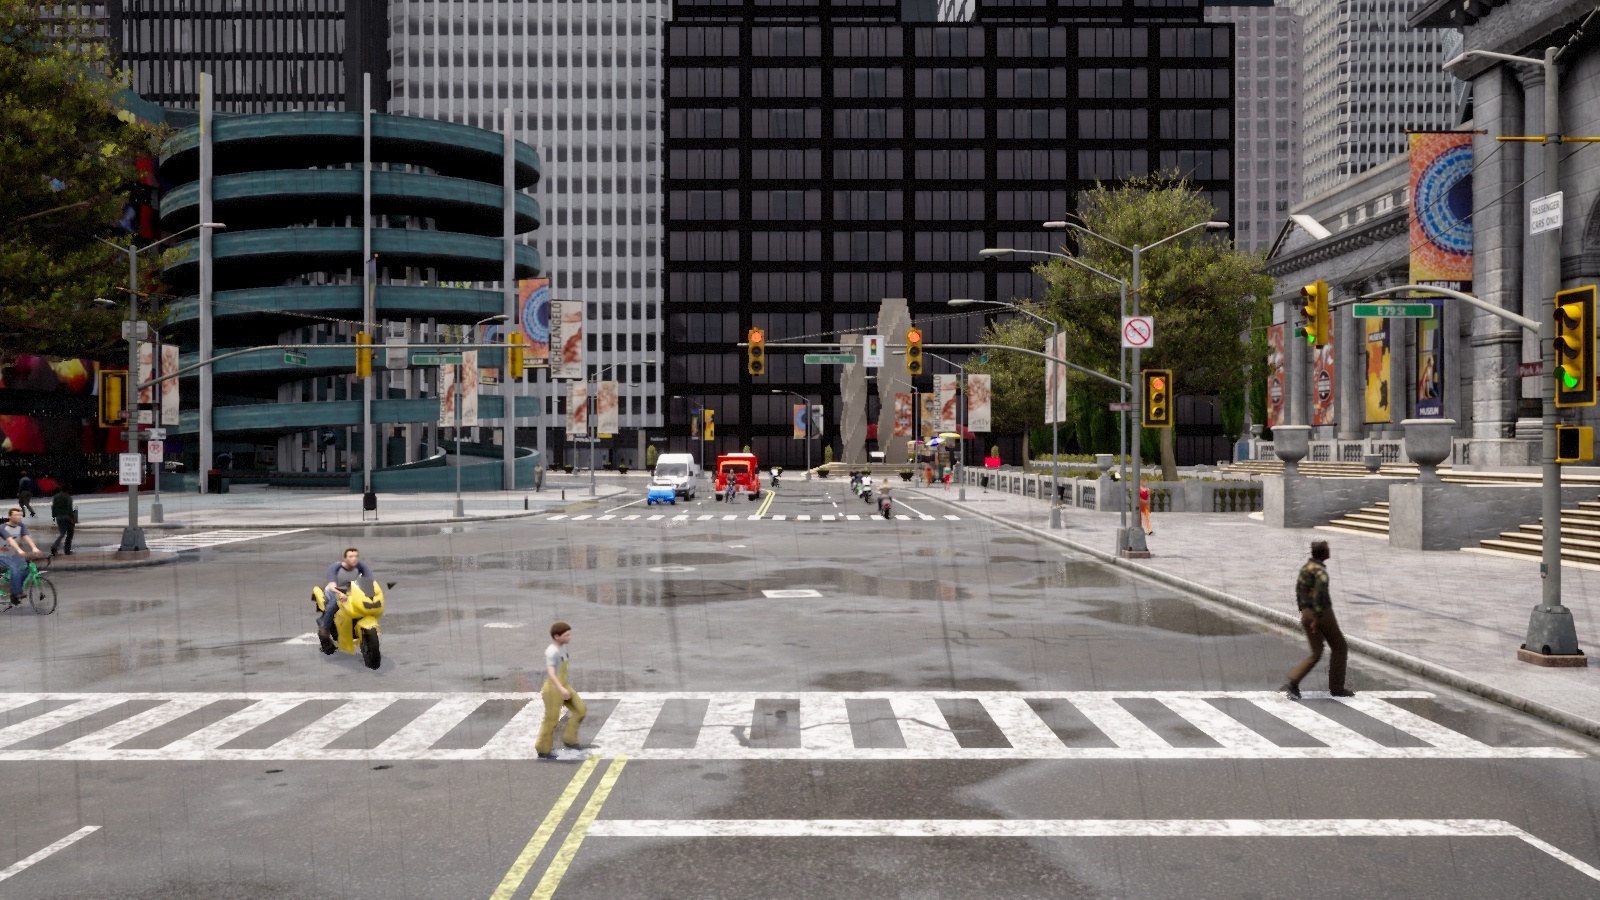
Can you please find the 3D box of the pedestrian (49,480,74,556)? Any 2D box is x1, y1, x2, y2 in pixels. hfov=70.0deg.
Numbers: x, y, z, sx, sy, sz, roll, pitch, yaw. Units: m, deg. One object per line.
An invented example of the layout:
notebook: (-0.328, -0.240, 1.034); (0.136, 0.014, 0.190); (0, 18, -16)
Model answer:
pedestrian: (-18.413, 1.692, 28.488); (0.375, 1.860, 0.375); (0, 0, 6)

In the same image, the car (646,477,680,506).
car: (-6.988, 2.098, 58.266); (1.481, 1.376, 2.207); (0, 0, 0)

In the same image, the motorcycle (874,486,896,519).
motorcycle: (3.508, 2.151, 47.360); (0.764, 1.277, 2.356); (0, 0, 0)

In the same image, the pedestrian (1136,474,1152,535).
pedestrian: (10.581, 1.682, 35.194); (0.375, 1.860, 0.375); (0, 0, -1)

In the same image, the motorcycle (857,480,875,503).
motorcycle: (3.484, 2.189, 60.440); (0.803, 1.145, 2.033); (0, 0, 0)

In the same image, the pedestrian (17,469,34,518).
pedestrian: (-29.933, 1.679, 44.151); (0.375, 1.860, 0.375); (0, 0, 5)

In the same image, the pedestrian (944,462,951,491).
pedestrian: (9.368, 1.668, 72.600); (0.375, 1.860, 0.375); (0, 0, -10)

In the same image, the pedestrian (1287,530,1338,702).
pedestrian: (5.743, 1.842, 12.806); (0.375, 1.860, 0.375); (0, 0, -9)

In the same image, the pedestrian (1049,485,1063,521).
pedestrian: (9.450, 1.960, 42.153); (0.375, 1.300, 0.375); (0, 0, -12)

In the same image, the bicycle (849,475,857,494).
bicycle: (3.369, 2.182, 72.287); (0.329, 1.171, 1.835); (0, 0, -2)

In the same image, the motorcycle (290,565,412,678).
motorcycle: (-5.930, 2.205, 15.019); (0.803, 1.145, 2.033); (-2, 2, -42)

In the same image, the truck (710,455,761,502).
truck: (-3.541, 1.543, 64.074); (2.627, 2.467, 5.204); (0, 0, -1)

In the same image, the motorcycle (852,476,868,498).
motorcycle: (3.500, 2.156, 66.420); (0.856, 1.236, 1.805); (0, 0, 0)

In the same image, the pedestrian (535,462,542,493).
pedestrian: (-16.049, 1.669, 70.041); (0.375, 1.860, 0.375); (0, 0, -9)

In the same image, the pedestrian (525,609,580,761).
pedestrian: (-2.252, 2.124, 10.401); (0.375, 1.300, 0.375); (0, 0, 9)

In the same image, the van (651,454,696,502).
van: (-7.042, 1.510, 64.165); (1.988, 2.561, 5.915); (0, 0, -1)
